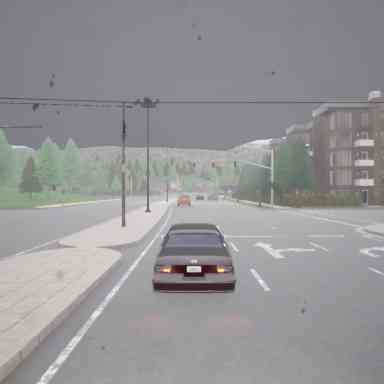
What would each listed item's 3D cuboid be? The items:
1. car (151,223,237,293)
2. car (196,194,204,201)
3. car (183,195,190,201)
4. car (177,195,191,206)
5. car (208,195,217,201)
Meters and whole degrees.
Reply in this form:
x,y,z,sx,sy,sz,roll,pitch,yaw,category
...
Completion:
x,y,z,sx,sy,sz,roll,pitch,yaw,category
0.048,1.547,8.975,2.033,1.411,5.357,0,0,0,car
2.043,1.477,85.582,1.882,1.535,5.008,0,0,0,car
-1.457,1.523,85.546,1.812,1.442,4.674,0,0,0,car
-1.317,1.352,54.721,2.097,1.767,4.553,0,0,-1,car
5.543,1.539,85.587,2.033,1.411,5.357,0,0,0,car
